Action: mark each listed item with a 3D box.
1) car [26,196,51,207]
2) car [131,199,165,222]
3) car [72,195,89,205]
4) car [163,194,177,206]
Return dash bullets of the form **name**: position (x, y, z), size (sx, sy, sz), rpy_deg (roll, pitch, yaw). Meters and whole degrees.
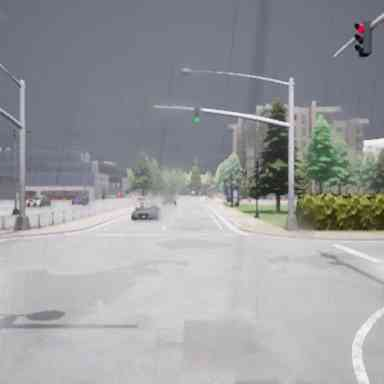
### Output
- **car**: position (-20.429, 1.294, 44.371), size (1.970, 1.475, 3.806), rpy_deg (0, 0, 0)
- **car**: position (-3.453, 1.548, 25.782), size (1.994, 1.385, 4.181), rpy_deg (0, 1, 0)
- **car**: position (-17.362, 1.269, 51.757), size (1.845, 1.501, 3.633), rpy_deg (0, 0, 0)
- **car**: position (-3.406, 1.124, 51.552), size (2.097, 1.767, 4.553), rpy_deg (0, 0, 0)
